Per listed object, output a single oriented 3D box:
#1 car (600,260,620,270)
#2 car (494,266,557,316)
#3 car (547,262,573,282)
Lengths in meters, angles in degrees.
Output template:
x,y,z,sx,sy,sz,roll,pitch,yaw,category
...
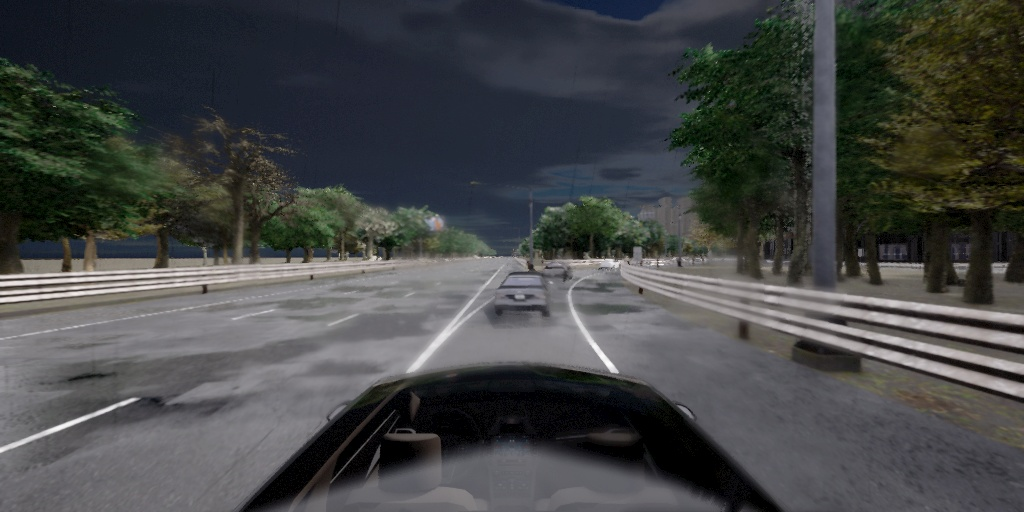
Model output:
x,y,z,sx,sy,sz,roll,pitch,yaw,category
13.865,1.212,50.625,1.812,1.442,4.674,0,0,33,car
0.535,1.286,13.341,2.033,1.411,5.357,0,0,6,car
3.746,1.223,28.696,2.128,1.511,4.902,0,0,17,car
